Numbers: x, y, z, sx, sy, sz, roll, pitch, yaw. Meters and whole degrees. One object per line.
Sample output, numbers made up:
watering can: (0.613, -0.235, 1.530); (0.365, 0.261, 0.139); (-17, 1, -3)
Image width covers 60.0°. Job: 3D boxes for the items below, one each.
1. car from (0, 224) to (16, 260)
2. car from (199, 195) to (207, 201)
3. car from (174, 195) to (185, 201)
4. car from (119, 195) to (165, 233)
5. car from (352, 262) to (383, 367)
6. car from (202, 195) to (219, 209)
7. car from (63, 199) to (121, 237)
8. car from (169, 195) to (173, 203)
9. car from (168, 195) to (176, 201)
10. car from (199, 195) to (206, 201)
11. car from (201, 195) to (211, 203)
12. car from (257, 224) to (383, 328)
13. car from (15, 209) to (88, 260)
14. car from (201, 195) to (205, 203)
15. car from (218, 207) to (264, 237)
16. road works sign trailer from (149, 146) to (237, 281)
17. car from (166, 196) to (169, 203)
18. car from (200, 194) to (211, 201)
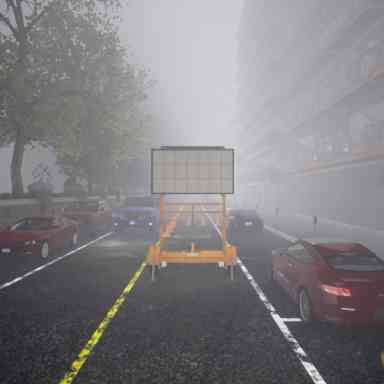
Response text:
car: (-5.676, 1.582, 6.793); (1.802, 1.307, 4.206); (0, 0, 0)
car: (2.872, 1.509, 85.600); (1.967, 1.590, 4.097); (0, 0, 0)
car: (-2.822, 1.541, 82.891); (1.882, 1.535, 5.008); (0, 0, 0)
car: (-3.056, 1.224, 19.839); (2.150, 2.045, 5.566); (0, 0, 0)
car: (2.693, 1.525, 1.316); (1.752, 1.417, 4.829); (0, 0, 0)
car: (2.789, 1.563, 46.189); (1.887, 1.381, 4.507); (0, 0, 0)
car: (-5.652, 1.317, 18.056); (2.192, 1.841, 5.009); (0, 0, 0)
car: (-5.543, 1.595, 68.727); (2.008, 1.369, 4.403); (0, 0, 0)
car: (-5.495, 1.629, 91.248); (2.008, 1.369, 4.403); (0, 0, 0)
car: (2.885, 1.644, 91.230); (1.947, 1.339, 4.313); (0, 0, 0)
car: (2.837, 1.484, 68.710); (1.967, 1.590, 4.097); (0, 0, 0)
car: (2.704, 1.582, 6.776); (1.802, 1.307, 4.206); (0, 0, 0)
car: (-5.664, 1.546, 12.424); (1.887, 1.381, 4.507); (0, 0, 0)
car: (2.800, 1.569, 51.819); (1.887, 1.381, 4.507); (0, 0, 0)
car: (2.728, 1.568, 18.039); (1.947, 1.339, 4.313); (0, 0, 0)
road works sign trailer: (0.021, 0.465, 9.804); (2.380, 3.560, 2.880); (0, 0, 0)
car: (-5.568, 1.471, 57.465); (1.967, 1.590, 4.097); (0, 0, 0)
car: (2.813, 1.471, 57.448); (1.967, 1.590, 4.097); (0, 0, 0)
